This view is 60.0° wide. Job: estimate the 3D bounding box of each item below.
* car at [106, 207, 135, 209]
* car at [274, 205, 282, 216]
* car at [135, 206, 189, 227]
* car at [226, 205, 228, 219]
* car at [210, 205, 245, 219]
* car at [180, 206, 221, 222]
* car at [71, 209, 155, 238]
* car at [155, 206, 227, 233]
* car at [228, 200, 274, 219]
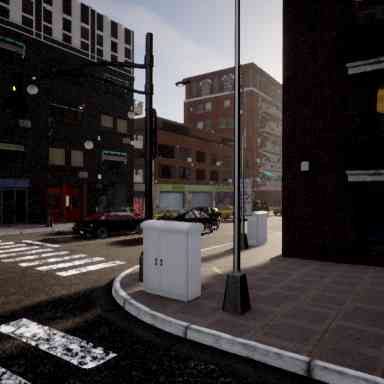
[{"bbox_3d":[-5.397,1.758,23.112,1.967,1.590,4.097,-1,-2,35],"label":"car"},{"bbox_3d":[12.518,2.394,44.189,2.033,1.411,5.357,0,-1,35],"label":"car"},{"bbox_3d":[-2.337,1.944,27.501,1.752,1.417,4.829,-1,-2,35],"label":"car"},{"bbox_3d":[0.717,1.962,27.324,1.837,1.490,4.892,0,-1,35],"label":"car"},{"bbox_3d":[3.979,2.153,36.565,1.752,1.417,4.829,-1,-2,35],"label":"car"},{"bbox_3d":[0.918,2.092,32.172,1.947,1.339,4.313,-1,-2,35],"label":"car"},{"bbox_3d":[-4.645,1.881,19.634,1.895,1.301,4.718,0,-1,35],"label":"car"},{"bbox_3d":[-0.152,1.845,20.482,2.128,1.511,4.902,0,-1,35],"label":"car"},{"bbox_3d":[6.396,1.866,35.473,2.150,2.045,5.566,0,-1,35],"label":"car"}]
